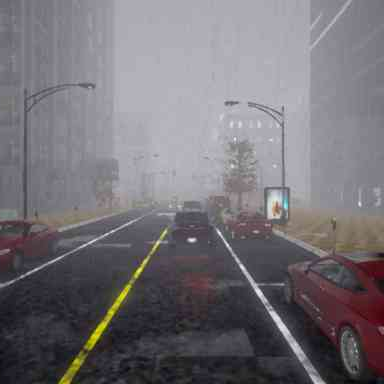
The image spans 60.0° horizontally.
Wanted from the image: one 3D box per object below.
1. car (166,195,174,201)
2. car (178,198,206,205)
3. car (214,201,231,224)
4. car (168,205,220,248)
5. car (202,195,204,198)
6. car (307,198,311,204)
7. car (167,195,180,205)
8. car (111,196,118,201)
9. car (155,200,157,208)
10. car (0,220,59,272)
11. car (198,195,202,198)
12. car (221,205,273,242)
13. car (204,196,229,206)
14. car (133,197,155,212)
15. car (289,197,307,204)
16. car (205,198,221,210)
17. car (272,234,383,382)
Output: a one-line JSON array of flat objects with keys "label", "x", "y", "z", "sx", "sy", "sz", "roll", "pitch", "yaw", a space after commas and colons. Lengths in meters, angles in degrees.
[{"label": "car", "x": -5.683, "y": 1.549, "z": 87.415, "sx": 1.752, "sy": 1.417, "sz": 4.829, "roll": 1, "pitch": 0, "yaw": 0}, {"label": "car", "x": 0.000, "y": 1.522, "z": 29.650, "sx": 1.837, "sy": 1.490, "sz": 4.892, "roll": 0, "pitch": 0, "yaw": 0}, {"label": "car", "x": 2.698, "y": 1.528, "z": 21.990, "sx": 1.752, "sy": 1.417, "sz": 4.829, "roll": 1, "pitch": 0, "yaw": 0}, {"label": "car", "x": 0.000, "y": 1.518, "z": 14.650, "sx": 1.837, "sy": 1.490, "sz": 4.892, "roll": 0, "pitch": 0, "yaw": 0}, {"label": "car", "x": 2.699, "y": 1.322, "z": 38.498, "sx": 2.192, "sy": 1.841, "sz": 5.009, "roll": 1, "pitch": 0, "yaw": 0}, {"label": "car", "x": 26.257, "y": 2.018, "z": 77.137, "sx": 4.829, "sy": 1.417, "sz": 1.752, "roll": 1, "pitch": -1, "yaw": 0}, {"label": "car", "x": -3.000, "y": 1.526, "z": 60.651, "sx": 1.882, "sy": 1.535, "sz": 5.008, "roll": 0, "pitch": 0, "yaw": 0}, {"label": "car", "x": -17.252, "y": 1.275, "z": 68.461, "sx": 4.507, "sy": 1.381, "sz": 1.887, "roll": 1, "pitch": -1, "yaw": 0}, {"label": "car", "x": -5.682, "y": 1.448, "z": 44.059, "sx": 1.967, "sy": 1.590, "sz": 4.097, "roll": 1, "pitch": 0, "yaw": 0}, {"label": "car", "x": -5.684, "y": 1.582, "z": 10.702, "sx": 1.802, "sy": 1.307, "sz": 4.206, "roll": 1, "pitch": 0, "yaw": 0}, {"label": "car", "x": 2.698, "y": 1.570, "z": 93.095, "sx": 1.887, "sy": 1.381, "sz": 4.507, "roll": 1, "pitch": 0, "yaw": 0}, {"label": "car", "x": 2.697, "y": 1.546, "z": 16.261, "sx": 1.887, "sy": 1.381, "sz": 4.507, "roll": 1, "pitch": 0, "yaw": 0}, {"label": "car", "x": 2.699, "y": 1.320, "z": 32.939, "sx": 2.192, "sy": 1.841, "sz": 5.009, "roll": 1, "pitch": 0, "yaw": 0}, {"label": "car", "x": -5.683, "y": 1.532, "z": 38.330, "sx": 1.752, "sy": 1.417, "sz": 4.829, "roll": 1, "pitch": 0, "yaw": 0}, {"label": "car", "x": 20.847, "y": 1.765, "z": 68.784, "sx": 4.097, "sy": 1.590, "sz": 1.967, "roll": 1, "pitch": -1, "yaw": 0}, {"label": "car", "x": 2.697, "y": 1.553, "z": 44.058, "sx": 1.887, "sy": 1.381, "sz": 4.507, "roll": 1, "pitch": 0, "yaw": 0}, {"label": "car", "x": 2.697, "y": 1.581, "z": 5.142, "sx": 1.802, "sy": 1.307, "sz": 4.206, "roll": 1, "pitch": 0, "yaw": 0}]
